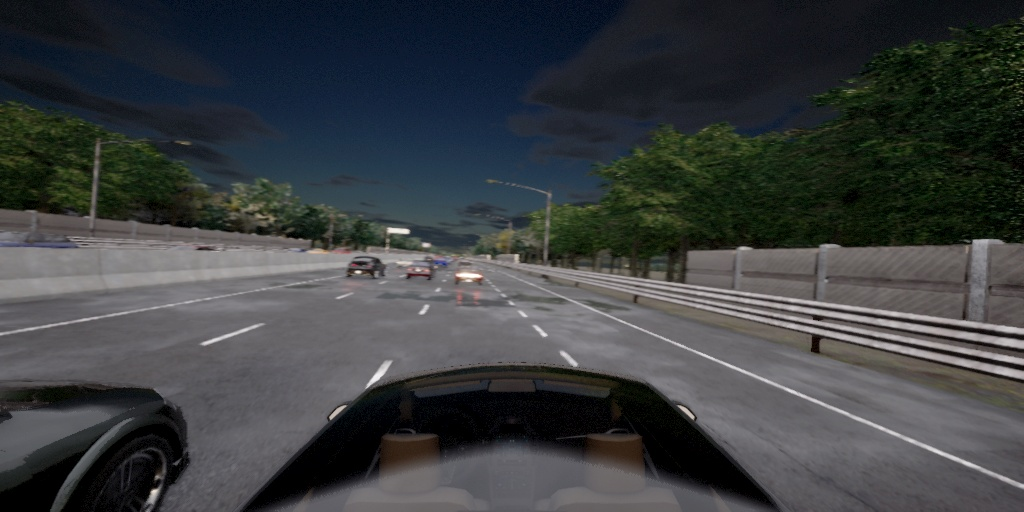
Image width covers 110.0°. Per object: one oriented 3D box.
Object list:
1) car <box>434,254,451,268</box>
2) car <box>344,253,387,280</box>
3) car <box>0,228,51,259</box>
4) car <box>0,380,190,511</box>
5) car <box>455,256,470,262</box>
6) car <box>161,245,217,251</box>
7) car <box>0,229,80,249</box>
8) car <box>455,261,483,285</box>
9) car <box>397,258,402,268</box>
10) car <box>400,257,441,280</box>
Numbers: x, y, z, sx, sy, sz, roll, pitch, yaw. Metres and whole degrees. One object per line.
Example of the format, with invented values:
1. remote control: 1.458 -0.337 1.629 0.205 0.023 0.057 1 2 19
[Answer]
1. car: -10.741 0.971 54.340 1.882 1.535 5.008 4 -1 -8
2. car: -10.098 0.775 25.175 1.837 1.490 4.892 4 -1 -8
3. car: -30.662 -0.786 20.815 2.097 1.767 4.553 4 0 -8
4. car: -3.172 1.095 0.890 1.994 1.385 4.181 4 0 -8
5. car: -6.712 1.204 50.856 1.882 1.535 5.008 4 -1 -8
6. car: -20.352 0.041 22.519 1.882 1.535 5.008 4 -1 -7
7. car: -27.015 -0.552 19.743 2.097 1.767 4.553 4 0 -8
8. car: -3.183 1.336 26.124 1.895 1.301 4.718 4 0 -8
9. car: -12.784 0.859 43.975 1.895 1.301 4.718 4 -1 -8
10. car: -6.924 1.047 27.612 2.033 1.411 5.357 4 -1 -8
